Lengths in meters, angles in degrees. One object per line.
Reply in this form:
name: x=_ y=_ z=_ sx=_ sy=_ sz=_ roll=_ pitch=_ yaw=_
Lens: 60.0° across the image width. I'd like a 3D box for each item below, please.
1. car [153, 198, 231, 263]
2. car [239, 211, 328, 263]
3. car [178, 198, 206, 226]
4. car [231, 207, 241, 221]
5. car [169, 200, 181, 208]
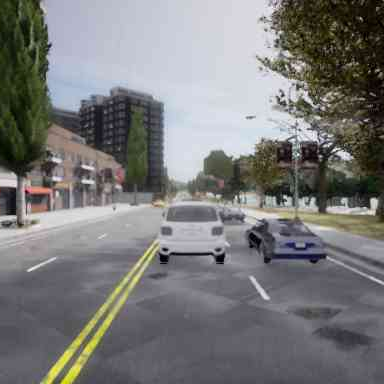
car: x=0.011 y=1.349 z=12.573 sx=2.150 sy=2.045 sz=5.566 roll=0 pitch=0 yaw=0
car: x=3.260 y=1.671 z=12.507 sx=2.033 sy=1.411 sz=5.357 roll=0 pitch=-1 yaw=0
car: x=0.013 y=1.515 z=27.582 sx=2.150 sy=2.045 sz=5.566 roll=0 pitch=0 yaw=0
car: x=3.270 y=1.899 z=28.253 sx=1.895 sy=1.301 sz=4.718 roll=0 pitch=-1 yaw=0
car: x=-3.267 y=2.298 z=64.548 sx=1.882 sy=1.535 sz=5.008 roll=0 pitch=-1 yaw=1
